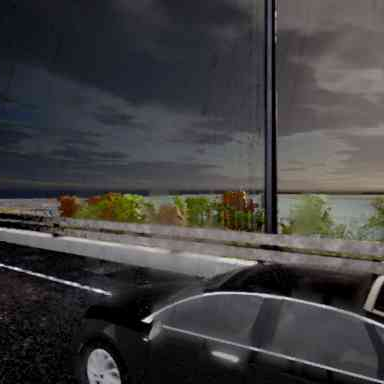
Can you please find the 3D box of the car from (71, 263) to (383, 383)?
[{"bbox_3d":[0.799,1.504,3.299,4.892,1.490,1.837,0,0,36],"label":"car"}]
